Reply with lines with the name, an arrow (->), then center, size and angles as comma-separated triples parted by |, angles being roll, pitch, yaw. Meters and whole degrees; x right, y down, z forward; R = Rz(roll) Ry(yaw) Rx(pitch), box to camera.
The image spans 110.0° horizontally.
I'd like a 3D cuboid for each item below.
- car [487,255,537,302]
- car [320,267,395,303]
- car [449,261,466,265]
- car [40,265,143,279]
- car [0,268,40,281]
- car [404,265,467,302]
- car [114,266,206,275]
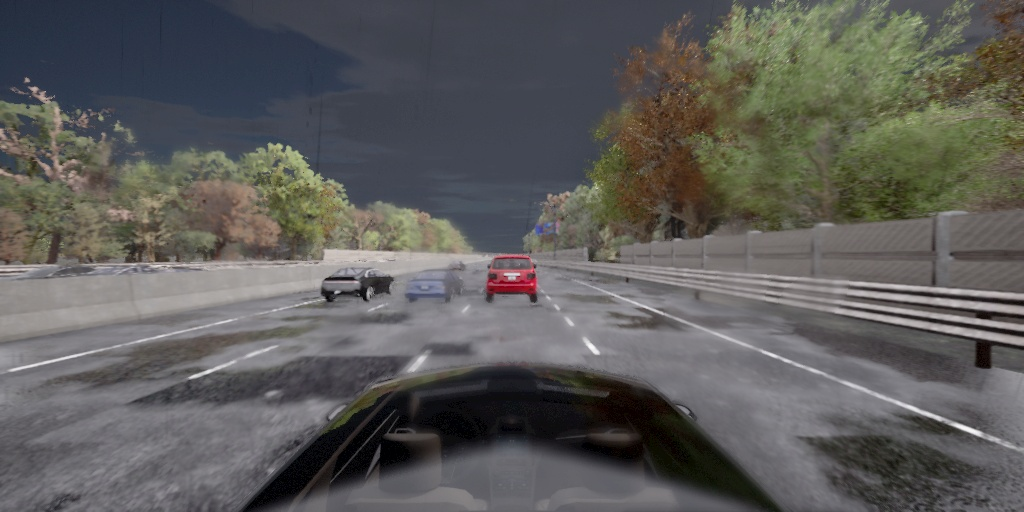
car -> -0.001, 0.985, 17.137 | 2.150, 2.045, 5.566 | 0, 0, 0
car -> -6.999, 1.255, 16.811 | 2.128, 1.511, 4.902 | 0, 0, 0
car -> -6.993, 1.336, 46.034 | 2.033, 1.411, 5.357 | 0, 0, 0
car -> -21.092, 1.259, 19.356 | 2.128, 1.511, 4.902 | 0, 0, 0
car -> -24.588, 1.271, 19.439 | 1.837, 1.490, 4.892 | 0, 0, 0
car -> -3.500, 1.311, 16.910 | 2.033, 1.411, 5.357 | 0, 0, 0
car -> -17.589, 1.330, 18.937 | 1.994, 1.385, 4.181 | 0, 0, 0
